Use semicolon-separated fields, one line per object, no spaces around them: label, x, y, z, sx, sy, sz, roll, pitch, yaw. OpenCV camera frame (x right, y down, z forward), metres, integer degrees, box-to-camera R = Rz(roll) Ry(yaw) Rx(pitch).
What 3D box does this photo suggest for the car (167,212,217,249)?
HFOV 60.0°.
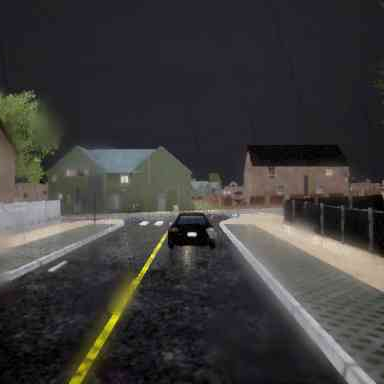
car;0.000;1.575;14.650;1.994;1.385;4.181;0;0;0
